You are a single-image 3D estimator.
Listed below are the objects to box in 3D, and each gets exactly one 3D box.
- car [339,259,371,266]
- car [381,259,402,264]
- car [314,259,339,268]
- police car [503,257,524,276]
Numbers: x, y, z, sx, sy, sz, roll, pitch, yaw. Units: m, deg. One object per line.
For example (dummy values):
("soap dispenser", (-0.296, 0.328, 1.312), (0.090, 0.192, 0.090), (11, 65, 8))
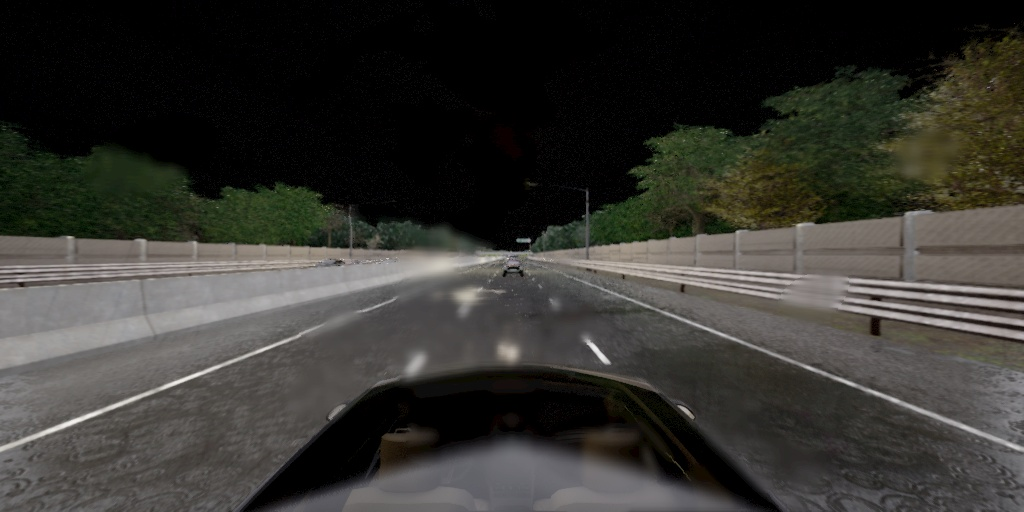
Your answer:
("car", (-17.488, 1.224, 41.150), (1.895, 1.301, 4.718), (0, 0, 1))
("car", (-13.988, 1.102, 41.677), (1.882, 1.535, 5.008), (0, 0, 1))
("car", (-20.987, 1.124, 41.654), (1.837, 1.490, 4.892), (0, 0, 1))
("police car", (0.135, 1.145, 35.255), (2.038, 1.542, 4.974), (0, 0, 0))
